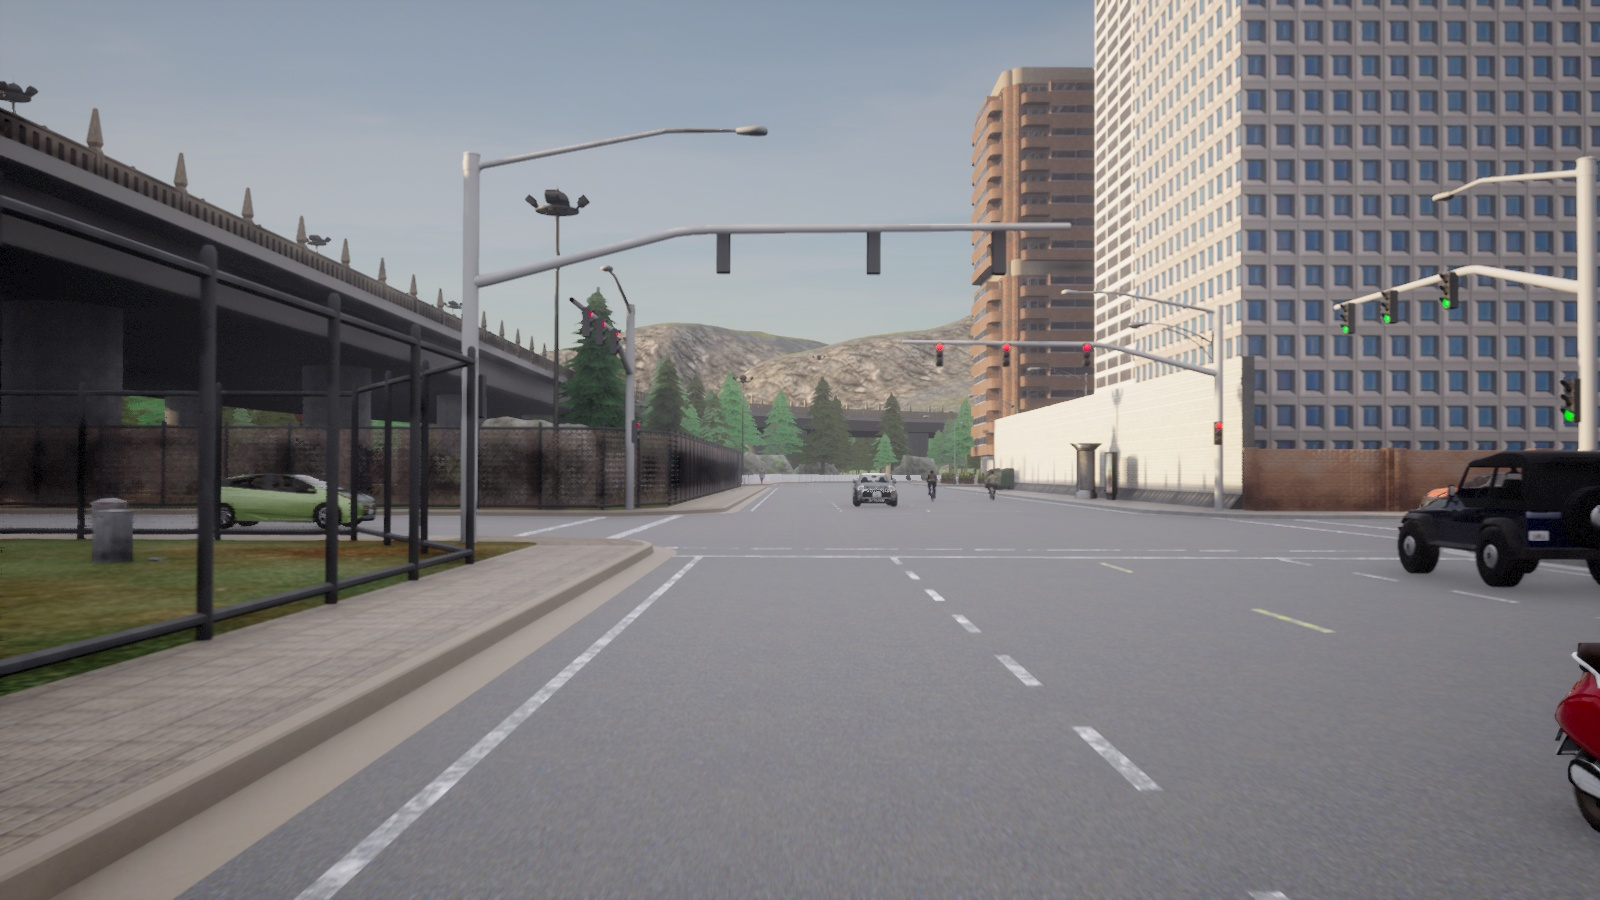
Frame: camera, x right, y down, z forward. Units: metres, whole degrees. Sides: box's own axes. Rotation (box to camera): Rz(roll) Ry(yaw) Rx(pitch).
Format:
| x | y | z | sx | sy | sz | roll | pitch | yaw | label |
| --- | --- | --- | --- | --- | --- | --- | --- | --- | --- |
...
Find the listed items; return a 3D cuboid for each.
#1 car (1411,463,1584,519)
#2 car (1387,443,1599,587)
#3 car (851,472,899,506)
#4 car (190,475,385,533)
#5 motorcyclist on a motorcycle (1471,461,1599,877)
| x | y | z | sx | sy | sz | roll | pitch | yaw | label |
| --- | --- | --- | --- | --- | --- | --- | --- | --- | --- |
| 22.945 | 1.330 | 41.439 | 4.553 | 1.767 | 2.097 | 0 | -1 | 0 | car |
| 10.453 | 0.876 | 18.378 | 1.905 | 1.878 | 3.866 | 0 | -1 | 0 | car |
| 3.361 | 1.717 | 56.797 | 1.970 | 1.475 | 3.806 | 0 | -1 | 0 | car |
| -13.898 | 1.447 | 34.265 | 4.514 | 1.525 | 2.007 | 0 | -1 | 0 | car |
| 3.488 | 0.834 | 4.784 | 0.866 | 1.590 | 1.817 | 0 | -1 | 0 | motorcyclist on a motorcycle |
